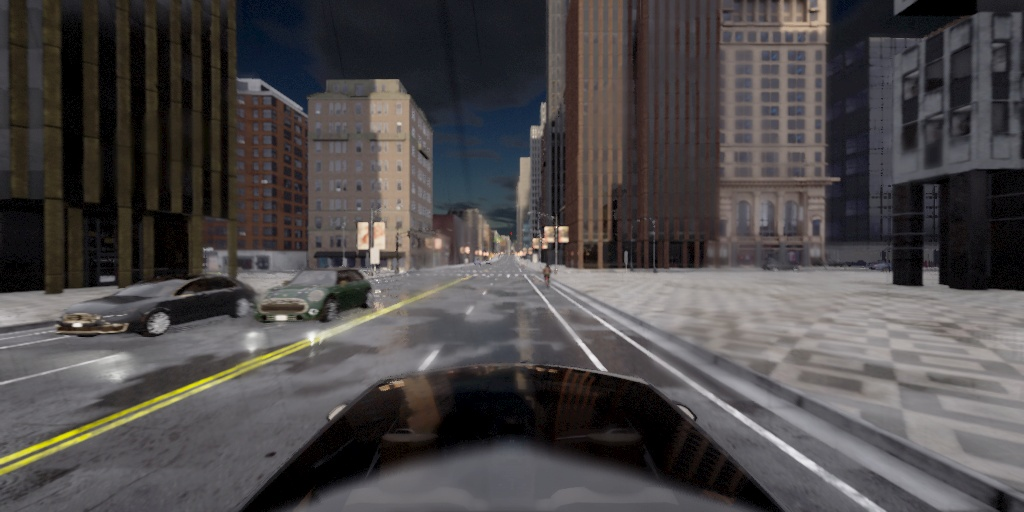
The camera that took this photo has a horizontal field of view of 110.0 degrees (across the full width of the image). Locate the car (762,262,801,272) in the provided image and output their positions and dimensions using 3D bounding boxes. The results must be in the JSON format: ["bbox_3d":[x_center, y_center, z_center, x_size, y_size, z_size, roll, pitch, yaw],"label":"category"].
[{"bbox_3d":[38.605,1.574,51.440,4.892,1.490,1.837,0,0,0],"label":"car"}]

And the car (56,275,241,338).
[{"bbox_3d":[-9.849,1.333,10.557,1.837,1.490,4.892,0,-1,0],"label":"car"}]

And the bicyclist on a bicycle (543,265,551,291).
[{"bbox_3d":[2.249,1.404,23.040,0.582,1.620,1.656,0,-1,0],"label":"bicyclist on a bicycle"}]

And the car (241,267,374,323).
[{"bbox_3d":[-6.601,1.199,12.507,2.097,1.767,4.553,0,-1,0],"label":"car"}]
